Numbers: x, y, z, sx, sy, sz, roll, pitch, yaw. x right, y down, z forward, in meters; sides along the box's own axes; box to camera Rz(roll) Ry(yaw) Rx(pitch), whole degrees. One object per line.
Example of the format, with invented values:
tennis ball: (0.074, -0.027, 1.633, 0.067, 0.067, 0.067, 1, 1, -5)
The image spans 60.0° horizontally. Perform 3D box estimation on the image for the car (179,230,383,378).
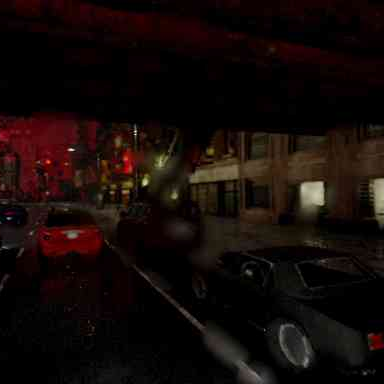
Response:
car: (1.559, 1.591, 5.783, 1.895, 1.301, 4.718, -1, 0, -23)

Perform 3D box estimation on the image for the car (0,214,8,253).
car: (-7.983, 1.724, 11.635, 1.994, 1.385, 4.181, -1, 0, -22)

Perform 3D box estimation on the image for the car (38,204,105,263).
car: (-4.692, 1.465, 12.825, 2.097, 1.767, 4.553, -1, 0, -22)

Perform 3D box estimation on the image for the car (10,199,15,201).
car: (-27.805, 2.183, 49.730, 1.895, 1.301, 4.718, -1, 0, -23)

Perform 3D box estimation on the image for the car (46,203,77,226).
car: (-10.518, 1.739, 26.784, 2.128, 1.511, 4.902, -1, 0, -22)

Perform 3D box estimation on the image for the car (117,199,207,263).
car: (-1.336, 1.291, 12.593, 2.435, 2.045, 5.566, -1, 0, -23)

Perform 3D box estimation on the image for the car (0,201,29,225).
car: (-14.197, 1.779, 26.532, 1.882, 1.535, 5.008, -1, 0, -22)
